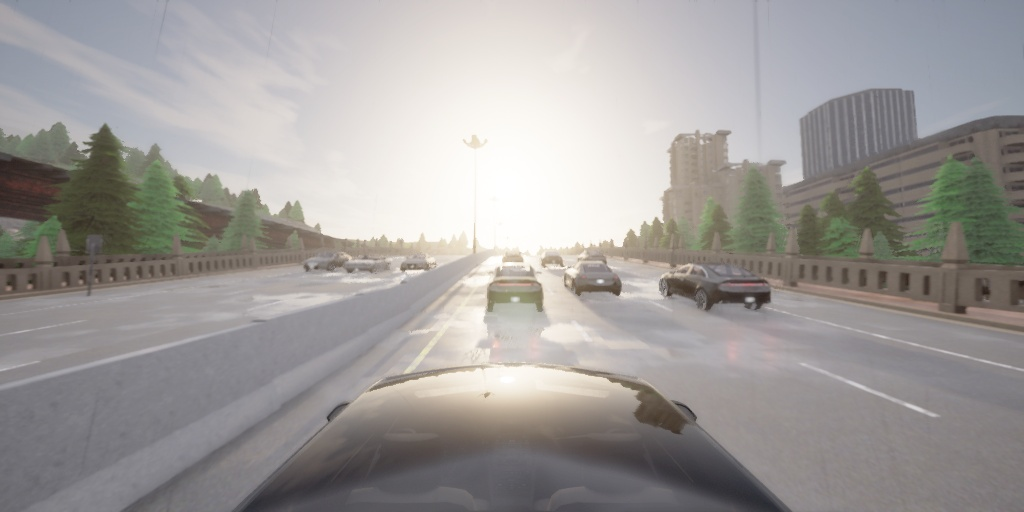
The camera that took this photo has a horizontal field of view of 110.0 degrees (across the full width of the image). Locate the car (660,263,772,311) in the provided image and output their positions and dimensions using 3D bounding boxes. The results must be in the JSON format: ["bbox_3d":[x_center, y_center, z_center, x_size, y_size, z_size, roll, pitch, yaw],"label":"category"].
[{"bbox_3d":[7.097,0.990,13.100,2.128,1.511,4.902,0,2,0],"label":"car"}]

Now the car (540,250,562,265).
[{"bbox_3d":[3.593,0.208,33.170,1.812,1.442,4.674,0,2,0],"label":"car"}]

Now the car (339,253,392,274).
[{"bbox_3d":[-10.603,0.545,26.703,1.895,1.301,4.718,0,2,0],"label":"car"}]

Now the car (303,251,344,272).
[{"bbox_3d":[-14.101,0.394,27.719,2.128,1.511,4.902,0,2,0],"label":"car"}]

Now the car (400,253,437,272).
[{"bbox_3d":[-7.103,0.476,27.502,1.994,1.385,4.181,0,2,0],"label":"car"}]

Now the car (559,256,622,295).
[{"bbox_3d":[3.596,0.920,16.595,1.994,1.385,4.181,0,2,0],"label":"car"}]

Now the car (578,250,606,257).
[{"bbox_3d":[7.093,0.217,32.106,2.128,1.511,4.902,0,2,0],"label":"car"}]

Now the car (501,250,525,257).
[{"bbox_3d":[0.093,0.218,32.089,2.128,1.511,4.902,0,2,0],"label":"car"}]

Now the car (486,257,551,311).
[{"bbox_3d":[0.097,0.989,13.129,2.128,1.511,4.902,0,2,0],"label":"car"}]
